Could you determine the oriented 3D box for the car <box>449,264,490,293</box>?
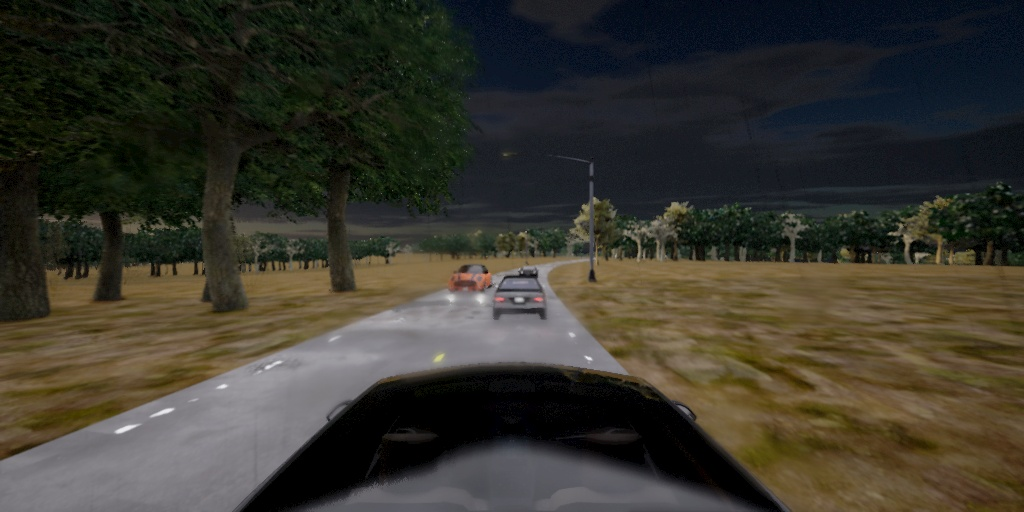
[{"bbox_3d":[-2.469,1.288,22.203,2.097,1.767,4.553,0,0,4],"label":"car"}]

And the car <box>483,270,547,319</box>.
[{"bbox_3d":[0.307,1.411,13.371,2.033,1.411,5.357,0,-1,2],"label":"car"}]

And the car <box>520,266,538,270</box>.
[{"bbox_3d":[1.804,1.671,37.383,1.895,1.301,4.718,0,0,5],"label":"car"}]
